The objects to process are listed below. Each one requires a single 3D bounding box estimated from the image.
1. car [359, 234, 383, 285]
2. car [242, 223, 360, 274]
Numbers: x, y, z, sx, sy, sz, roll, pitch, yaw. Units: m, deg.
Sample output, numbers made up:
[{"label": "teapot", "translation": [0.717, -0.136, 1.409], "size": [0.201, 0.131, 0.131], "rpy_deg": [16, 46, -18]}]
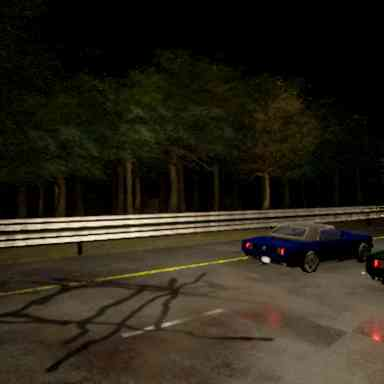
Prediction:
[{"label": "car", "translation": [6.406, 1.675, 8.302], "size": [4.718, 1.301, 1.895], "rpy_deg": [0, 0, -35]}, {"label": "car", "translation": [3.933, 1.671, 10.840], "size": [4.718, 1.301, 1.895], "rpy_deg": [0, 0, -35]}]
